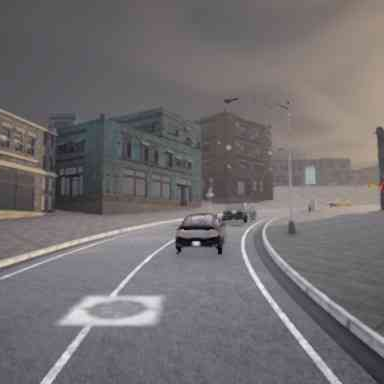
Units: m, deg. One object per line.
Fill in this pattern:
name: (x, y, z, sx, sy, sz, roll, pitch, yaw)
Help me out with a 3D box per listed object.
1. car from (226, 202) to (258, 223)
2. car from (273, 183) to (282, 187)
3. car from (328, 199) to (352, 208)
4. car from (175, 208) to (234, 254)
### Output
car: (4.190, 1.639, 28.523, 2.097, 1.767, 4.553, -2, -1, 23)
car: (22.086, -1.757, 90.685, 4.553, 1.767, 2.185, 0, -5, -1)
car: (26.605, 1.951, 59.893, 5.008, 1.535, 1.882, 0, -4, -31)
car: (0.522, 1.668, 14.427, 2.128, 1.511, 4.902, -1, -1, 9)
